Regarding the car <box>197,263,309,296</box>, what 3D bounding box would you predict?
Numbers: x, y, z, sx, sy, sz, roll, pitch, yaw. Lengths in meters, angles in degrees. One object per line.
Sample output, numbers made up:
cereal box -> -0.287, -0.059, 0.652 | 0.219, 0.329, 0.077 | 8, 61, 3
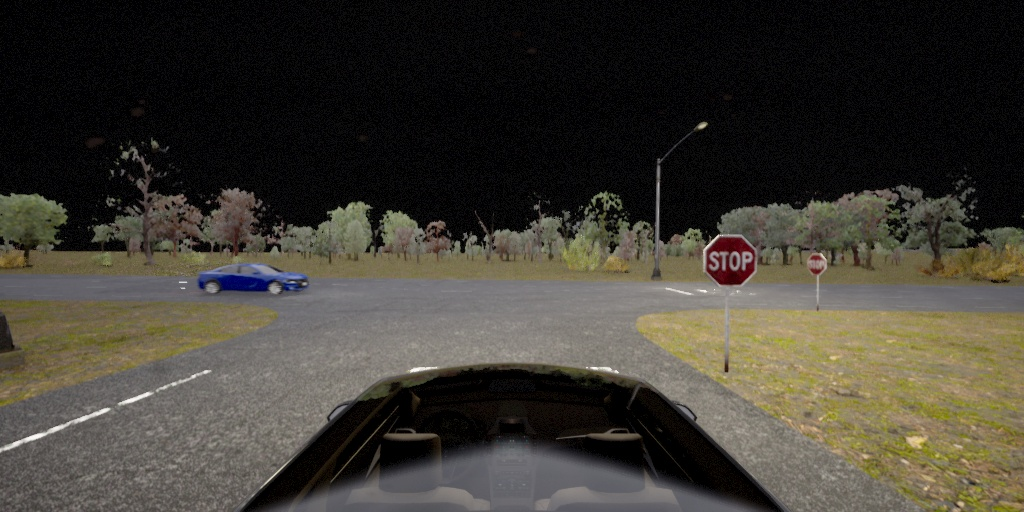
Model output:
car -> -13.096, 1.130, 18.316 | 5.008, 1.535, 1.882 | 1, 1, 0
